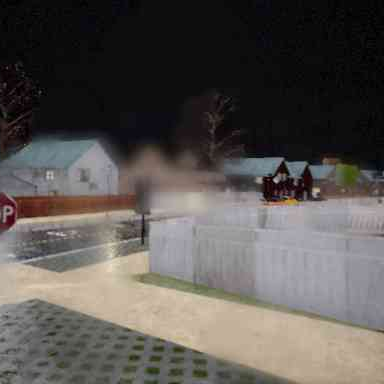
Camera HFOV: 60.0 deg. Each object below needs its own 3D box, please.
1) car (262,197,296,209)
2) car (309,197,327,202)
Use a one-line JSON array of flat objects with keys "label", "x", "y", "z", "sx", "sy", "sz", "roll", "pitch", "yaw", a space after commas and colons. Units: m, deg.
[{"label": "car", "x": 9.894, "y": 1.433, "z": 38.624, "sx": 2.097, "sy": 1.767, "sz": 4.553, "roll": 3, "pitch": 2, "yaw": 37}, {"label": "car", "x": 19.337, "y": 1.559, "z": 50.560, "sx": 1.812, "sy": 1.442, "sz": 4.674, "roll": 3, "pitch": 3, "yaw": 40}]
